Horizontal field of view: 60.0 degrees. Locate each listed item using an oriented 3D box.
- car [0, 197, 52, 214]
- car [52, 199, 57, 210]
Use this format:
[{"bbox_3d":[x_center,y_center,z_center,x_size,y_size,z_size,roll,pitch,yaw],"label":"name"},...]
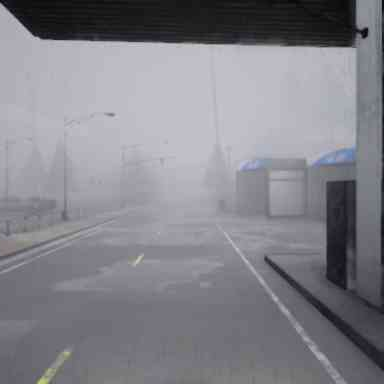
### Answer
[{"bbox_3d":[-16.445,1.264,31.509,5.027,1.636,2.152,0,0,-1],"label":"car"},{"bbox_3d":[-16.517,1.266,34.646,4.514,1.523,2.007,0,0,-1],"label":"car"}]
